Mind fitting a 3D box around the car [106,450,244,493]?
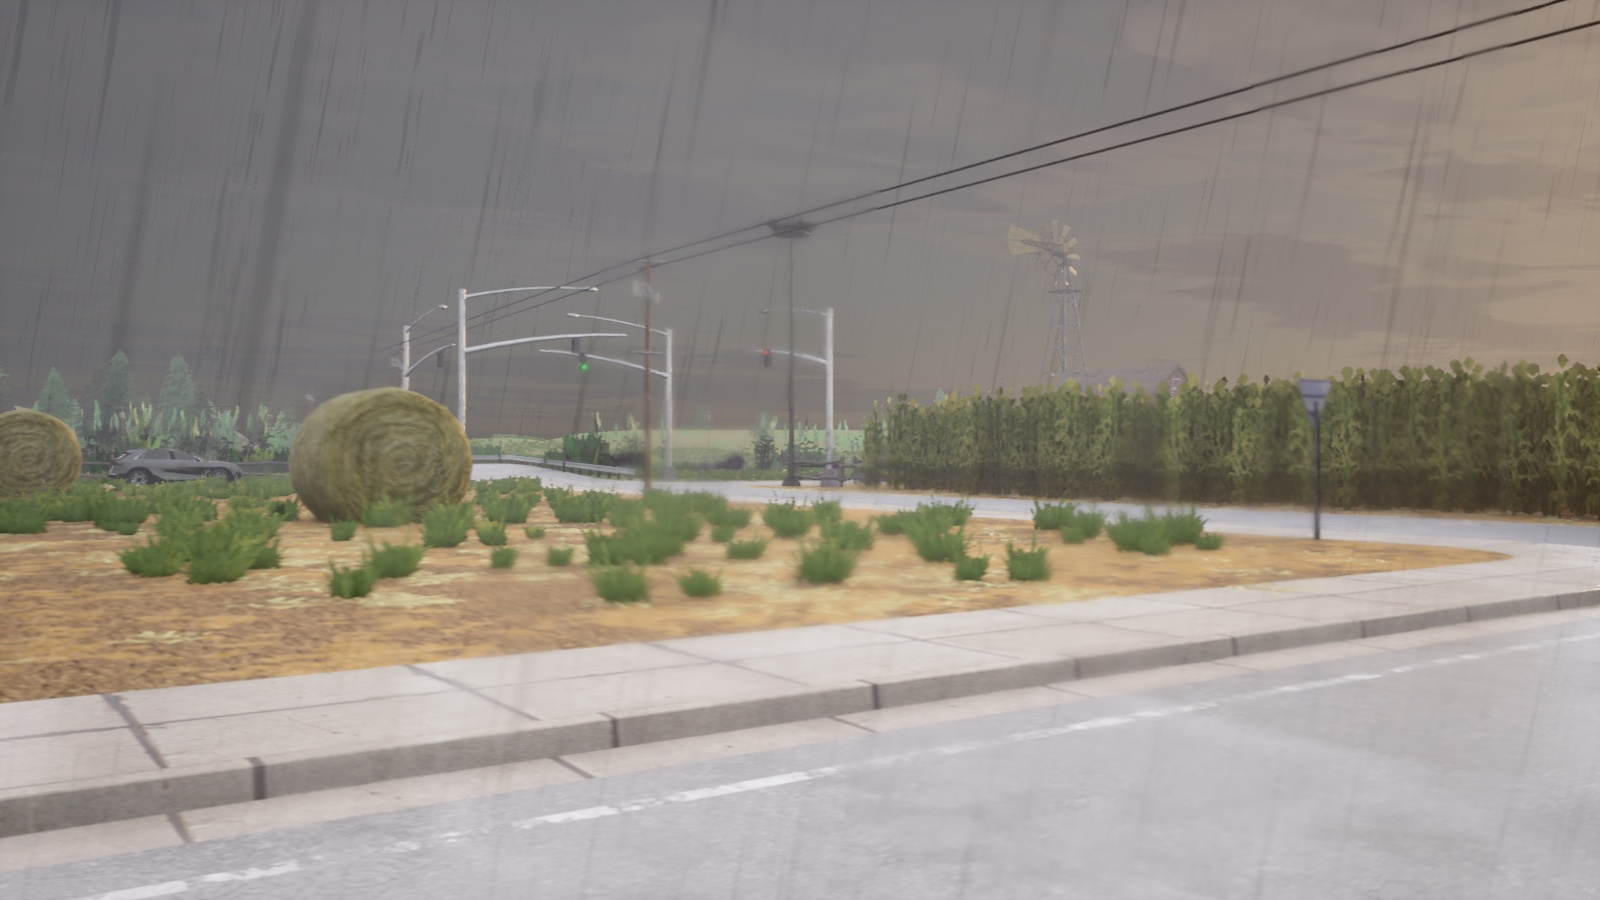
[{"bbox_3d":[-25.196,0.844,50.657,4.856,1.649,2.033,0,0,-31],"label":"car"}]
